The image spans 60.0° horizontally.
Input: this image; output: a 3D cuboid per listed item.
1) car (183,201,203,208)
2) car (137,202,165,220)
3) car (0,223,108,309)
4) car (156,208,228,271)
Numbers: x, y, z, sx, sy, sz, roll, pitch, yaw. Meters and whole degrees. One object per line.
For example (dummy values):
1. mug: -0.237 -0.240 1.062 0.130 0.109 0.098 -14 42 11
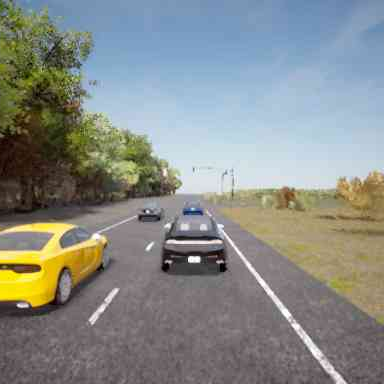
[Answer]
1. car: 0.101 1.599 33.567 1.994 1.385 4.181 0 0 0
2. car: -3.401 1.577 28.229 2.033 1.411 5.357 0 0 0
3. car: -3.440 1.488 8.036 1.882 1.535 5.008 0 0 0
4. car: 0.073 1.507 10.922 2.128 1.511 4.902 0 0 0
